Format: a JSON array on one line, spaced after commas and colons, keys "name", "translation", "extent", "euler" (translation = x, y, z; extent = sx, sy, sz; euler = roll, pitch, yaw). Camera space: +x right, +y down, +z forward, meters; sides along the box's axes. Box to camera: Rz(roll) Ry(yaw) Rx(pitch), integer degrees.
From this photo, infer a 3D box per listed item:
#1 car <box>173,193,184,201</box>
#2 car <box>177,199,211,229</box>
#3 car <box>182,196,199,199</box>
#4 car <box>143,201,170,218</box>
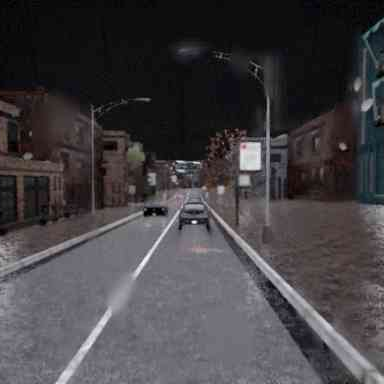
[{"name": "car", "translation": [-2.735, 1.018, 69.608], "extent": [2.097, 1.767, 4.553], "euler": [0, 1, 0]}, {"name": "car", "translation": [0.135, 1.427, 21.015], "extent": [1.837, 1.490, 4.892], "euler": [0, 0, 0]}, {"name": "car", "translation": [0.218, 1.383, 39.503], "extent": [2.033, 1.411, 5.357], "euler": [0, 0, 0]}, {"name": "car", "translation": [-3.033, 1.487, 28.850], "extent": [1.895, 1.301, 4.718], "euler": [0, 0, 0]}]
